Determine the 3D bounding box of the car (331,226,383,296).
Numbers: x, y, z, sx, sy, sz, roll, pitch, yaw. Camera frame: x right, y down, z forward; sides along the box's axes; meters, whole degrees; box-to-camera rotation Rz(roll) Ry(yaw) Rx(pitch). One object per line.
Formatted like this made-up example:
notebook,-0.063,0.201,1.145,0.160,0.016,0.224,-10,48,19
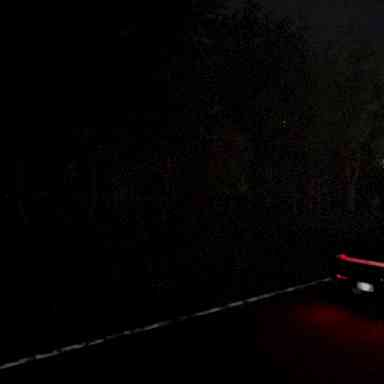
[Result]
car,5.072,1.475,7.362,4.902,1.511,2.128,0,0,-36
